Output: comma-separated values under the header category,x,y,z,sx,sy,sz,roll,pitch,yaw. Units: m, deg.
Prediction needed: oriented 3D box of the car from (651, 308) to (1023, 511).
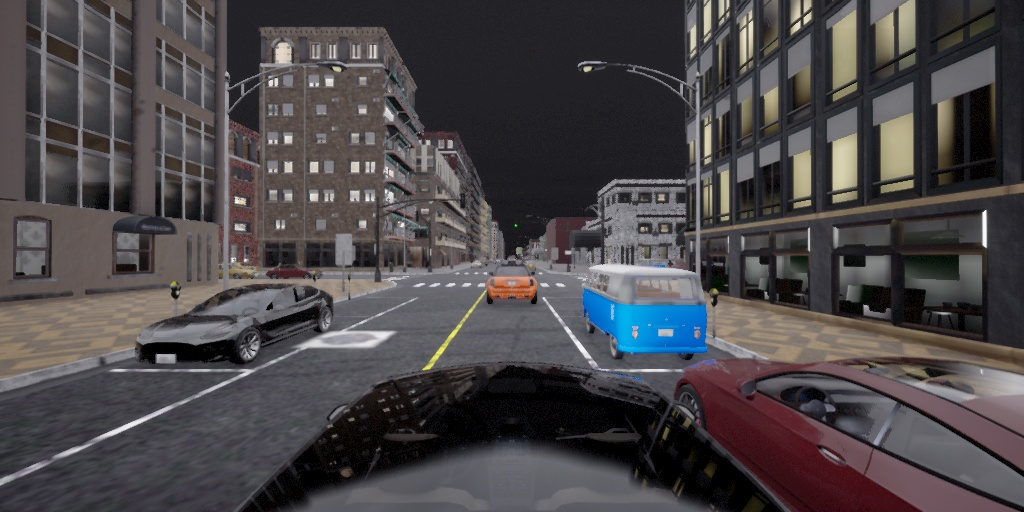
category,x,y,z,sx,sy,sz,roll,pitch,yaw
car,2.658,1.330,2.357,1.802,1.307,4.207,0,0,0

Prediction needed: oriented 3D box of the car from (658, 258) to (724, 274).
category,x,y,z,sx,sy,sz,roll,pitch,yaw
car,14.920,1.106,28.930,5.009,1.841,2.192,0,0,0

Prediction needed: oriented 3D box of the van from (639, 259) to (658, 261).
category,x,y,z,sx,sy,sz,roll,pitch,yaw
van,14.897,1.174,37.310,3.998,1.789,1.690,0,0,0

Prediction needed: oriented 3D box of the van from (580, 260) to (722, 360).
category,x,y,z,sx,sy,sz,roll,pitch,yaw
van,2.657,1.090,8.046,1.690,1.789,3.998,0,0,0

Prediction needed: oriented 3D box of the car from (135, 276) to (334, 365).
category,x,y,z,sx,sy,sz,roll,pitch,yaw
car,-5.690,1.315,8.072,1.948,1.339,4.313,0,0,0

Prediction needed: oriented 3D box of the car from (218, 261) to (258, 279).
category,x,y,z,sx,sy,sz,roll,pitch,yaw
car,-22.960,1.214,28.839,4.829,1.417,1.751,0,0,0

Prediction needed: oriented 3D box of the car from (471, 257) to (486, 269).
category,x,y,z,sx,sy,sz,roll,pitch,yaw
car,-5.691,1.317,58.200,1.751,1.417,4.829,0,0,0

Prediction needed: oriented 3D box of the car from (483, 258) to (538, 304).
category,x,y,z,sx,sy,sz,roll,pitch,yaw
car,0.000,1.119,16.470,2.097,1.767,4.553,0,0,0

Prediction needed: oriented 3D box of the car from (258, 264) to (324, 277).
category,x,y,z,sx,sy,sz,roll,pitch,yaw
car,-17.467,1.282,28.853,4.207,1.307,1.802,0,0,0
